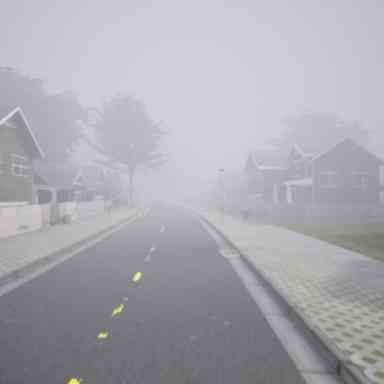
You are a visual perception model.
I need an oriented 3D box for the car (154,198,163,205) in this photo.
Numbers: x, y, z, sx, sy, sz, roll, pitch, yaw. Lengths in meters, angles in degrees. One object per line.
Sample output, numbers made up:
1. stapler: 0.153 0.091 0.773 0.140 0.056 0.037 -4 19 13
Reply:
1. car: -7.406 2.040 73.754 2.033 1.411 5.357 0 0 -8
